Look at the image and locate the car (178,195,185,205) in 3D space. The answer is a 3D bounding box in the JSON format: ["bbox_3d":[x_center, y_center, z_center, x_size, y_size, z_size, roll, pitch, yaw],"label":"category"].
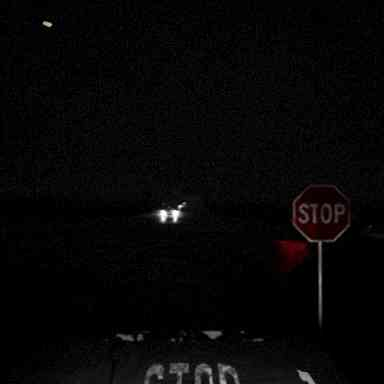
[{"bbox_3d":[-2.624,1.491,56.136,1.994,1.385,4.181,0,0,1],"label":"car"}]

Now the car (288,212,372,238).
[{"bbox_3d":[7.167,1.568,17.125,4.892,1.490,1.837,2,-3,-29],"label":"car"}]

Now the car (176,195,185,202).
[{"bbox_3d":[-2.444,1.400,71.462,1.882,1.535,5.008,0,0,0],"label":"car"}]

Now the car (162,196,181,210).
[{"bbox_3d":[-2.738,1.537,42.000,1.895,1.301,4.718,0,0,0],"label":"car"}]
